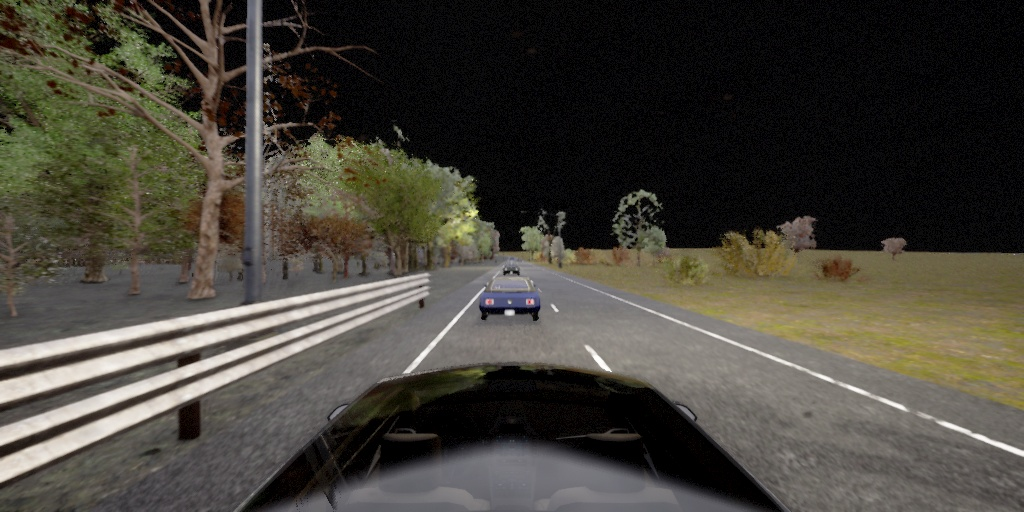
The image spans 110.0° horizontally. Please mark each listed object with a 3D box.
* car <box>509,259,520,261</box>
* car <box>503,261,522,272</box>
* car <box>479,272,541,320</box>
[{"bbox_3d":[-0.068,1.640,65.122,1.895,1.301,4.718,0,0,0],"label":"car"},{"bbox_3d":[-0.065,1.543,42.141,1.895,1.301,4.718,0,0,0],"label":"car"},{"bbox_3d":[-0.063,1.407,12.878,1.895,1.301,4.718,0,0,0],"label":"car"}]
